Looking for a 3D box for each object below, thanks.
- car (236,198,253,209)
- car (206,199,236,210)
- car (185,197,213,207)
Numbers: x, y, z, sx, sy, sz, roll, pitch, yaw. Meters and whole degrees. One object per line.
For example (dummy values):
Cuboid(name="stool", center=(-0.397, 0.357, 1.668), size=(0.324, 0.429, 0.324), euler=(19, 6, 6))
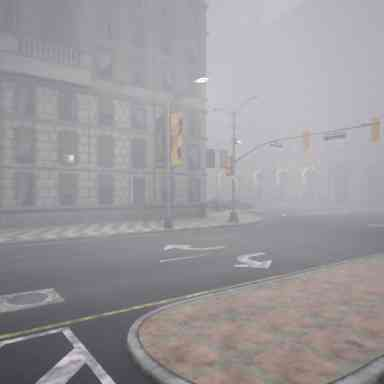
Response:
Cuboid(name="car", center=(6.176, 1.562, 44.781), size=(1.994, 1.385, 4.181), euler=(0, 0, -36))
Cuboid(name="car", center=(3.234, 1.562, 42.876), size=(1.994, 1.385, 4.181), euler=(0, 0, -36))
Cuboid(name="car", center=(1.085, 1.503, 51.940), size=(1.837, 1.490, 4.892), euler=(0, 0, -35))
